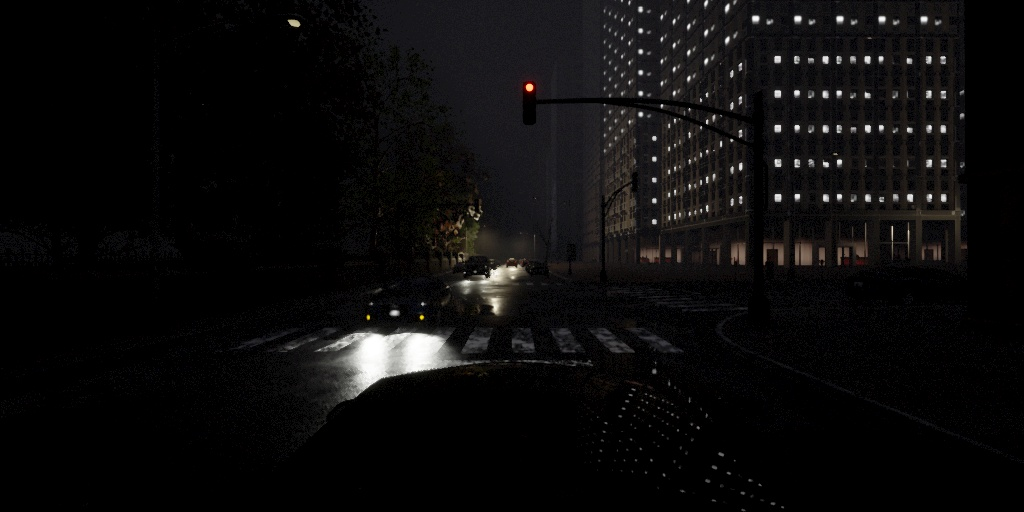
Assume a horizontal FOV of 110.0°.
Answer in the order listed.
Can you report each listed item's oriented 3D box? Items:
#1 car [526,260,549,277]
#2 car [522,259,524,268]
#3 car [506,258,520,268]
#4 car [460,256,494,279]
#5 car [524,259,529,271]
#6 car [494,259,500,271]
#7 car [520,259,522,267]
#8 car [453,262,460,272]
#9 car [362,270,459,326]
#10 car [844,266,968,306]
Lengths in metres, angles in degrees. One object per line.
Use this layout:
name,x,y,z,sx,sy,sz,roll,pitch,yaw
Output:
car,2.677,1.330,35.631,1.948,1.339,4.313,0,0,0
car,2.674,1.339,46.896,1.948,1.339,4.313,0,0,0
car,-0.021,1.267,62.083,1.882,1.535,5.008,0,0,0
car,-3.113,0.981,32.968,2.150,2.045,5.566,0,0,0
car,2.676,1.334,41.264,1.948,1.339,4.313,0,0,0
car,-3.112,1.267,49.564,2.128,1.511,4.902,0,0,0
car,2.669,1.337,63.794,1.888,1.381,4.507,0,0,0
car,-5.705,1.350,41.261,1.802,1.307,4.207,0,0,0
car,-3.104,1.316,11.483,1.994,1.385,4.181,0,0,0
car,14.681,1.026,13.052,4.313,1.339,1.948,0,0,0
